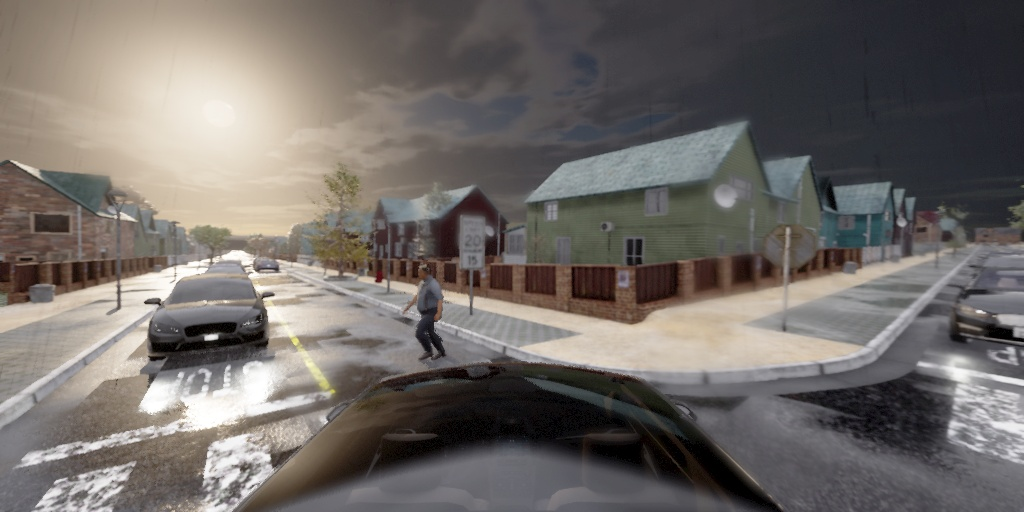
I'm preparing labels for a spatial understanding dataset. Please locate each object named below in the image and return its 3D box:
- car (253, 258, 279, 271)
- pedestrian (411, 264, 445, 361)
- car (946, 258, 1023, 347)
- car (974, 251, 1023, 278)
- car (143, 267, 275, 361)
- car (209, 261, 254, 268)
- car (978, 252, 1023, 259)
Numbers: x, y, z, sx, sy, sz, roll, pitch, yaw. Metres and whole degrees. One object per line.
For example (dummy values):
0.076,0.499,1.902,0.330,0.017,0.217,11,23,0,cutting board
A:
-26.066,0.949,38.160,1.994,1.385,4.181,0,1,-38,car
-1.548,1.027,6.590,0.375,1.860,0.375,-2,3,-37,pedestrian
10.571,0.968,7.287,4.902,1.511,2.128,-2,3,-35,car
30.153,0.454,22.005,4.181,1.385,1.994,-2,3,-36,car
-6.973,1.205,8.449,1.837,1.490,4.892,0,1,-38,car
-13.360,1.134,16.753,1.812,1.442,4.674,0,1,-37,car
18.468,0.721,13.187,5.008,1.535,1.882,-2,3,-37,car
